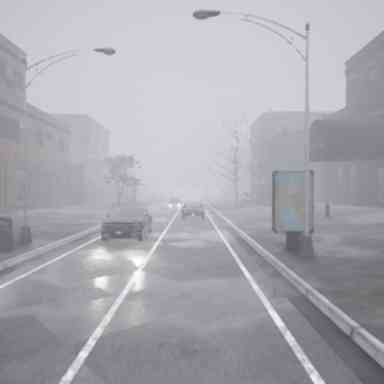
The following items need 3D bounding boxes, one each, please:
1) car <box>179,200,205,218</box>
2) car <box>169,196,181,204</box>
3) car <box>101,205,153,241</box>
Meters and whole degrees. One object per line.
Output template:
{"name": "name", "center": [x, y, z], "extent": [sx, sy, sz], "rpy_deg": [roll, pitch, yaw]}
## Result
{"name": "car", "center": [0.093, 1.509, 28.579], "extent": [1.895, 1.301, 4.718], "rpy_deg": [0, 0, 0]}
{"name": "car", "center": [-3.048, 1.411, 59.658], "extent": [1.895, 1.301, 4.718], "rpy_deg": [0, 0, 1]}
{"name": "car", "center": [-3.104, 1.440, 16.578], "extent": [1.882, 1.535, 5.008], "rpy_deg": [0, 0, 0]}
